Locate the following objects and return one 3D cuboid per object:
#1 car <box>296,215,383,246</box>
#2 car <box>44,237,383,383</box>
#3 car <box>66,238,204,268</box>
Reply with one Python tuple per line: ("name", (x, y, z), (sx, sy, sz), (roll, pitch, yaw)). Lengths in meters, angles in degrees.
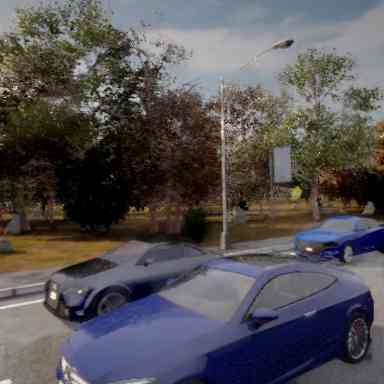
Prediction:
("car", (6.037, 1.713, 13.049), (5.008, 1.535, 1.882), (0, -2, -38))
("car", (0.684, 1.641, 4.492), (4.674, 1.442, 1.812), (0, -2, -36))
("car", (-1.062, 1.793, 7.566), (4.181, 1.385, 1.994), (0, -2, -38))
